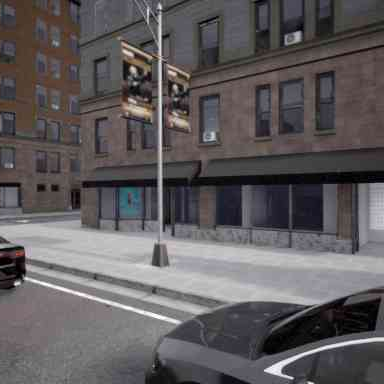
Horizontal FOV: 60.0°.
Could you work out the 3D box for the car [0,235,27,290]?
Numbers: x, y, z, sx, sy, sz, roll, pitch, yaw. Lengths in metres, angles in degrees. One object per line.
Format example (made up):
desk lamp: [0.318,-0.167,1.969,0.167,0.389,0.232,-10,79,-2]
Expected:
car: [-5.929,1.477,7.890,5.008,1.535,1.882,0,0,35]

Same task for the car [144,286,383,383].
car: [1.805,1.505,2.400,4.892,1.490,1.837,0,0,35]
